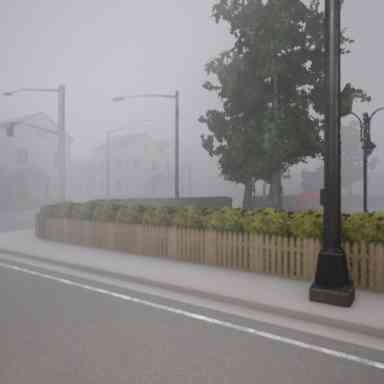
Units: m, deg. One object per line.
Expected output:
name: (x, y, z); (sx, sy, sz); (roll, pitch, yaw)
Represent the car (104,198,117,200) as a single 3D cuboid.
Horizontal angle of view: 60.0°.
car: (-8.932, 1.441, 35.958); (2.128, 1.511, 4.902); (0, 0, 35)
